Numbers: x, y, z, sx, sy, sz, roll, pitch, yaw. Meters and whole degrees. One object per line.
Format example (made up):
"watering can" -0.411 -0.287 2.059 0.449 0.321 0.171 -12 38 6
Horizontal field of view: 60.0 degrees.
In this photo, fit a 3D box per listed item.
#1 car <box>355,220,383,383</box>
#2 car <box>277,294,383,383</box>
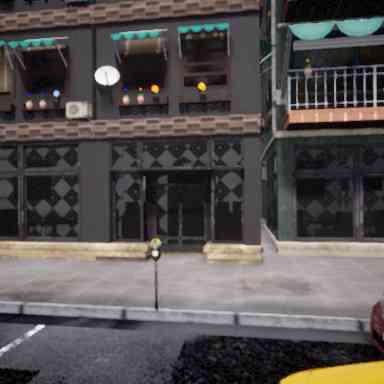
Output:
"car" 4.666 1.310 3.325 5.009 1.841 2.192 0 0 8
"car" 3.009 1.451 1.680 5.366 1.575 1.801 0 0 8
